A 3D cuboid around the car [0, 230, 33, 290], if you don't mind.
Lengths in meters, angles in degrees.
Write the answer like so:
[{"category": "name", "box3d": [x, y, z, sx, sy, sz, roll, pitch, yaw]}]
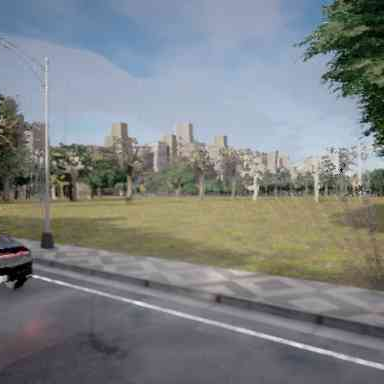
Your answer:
[{"category": "car", "box3d": [-5.781, 1.548, 8.061, 4.902, 1.511, 2.128, 0, 0, 36]}]
